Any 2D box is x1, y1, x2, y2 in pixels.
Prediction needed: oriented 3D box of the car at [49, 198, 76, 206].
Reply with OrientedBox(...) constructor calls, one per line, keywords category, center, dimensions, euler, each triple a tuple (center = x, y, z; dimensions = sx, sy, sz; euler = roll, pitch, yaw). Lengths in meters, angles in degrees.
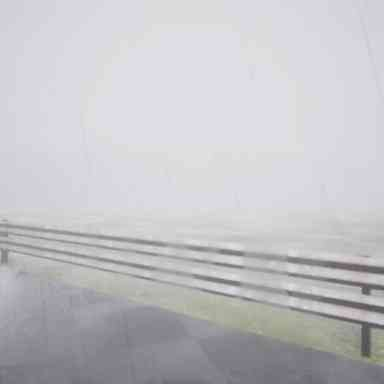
OrientedBox(category="car", center=(-22.715, 1.796, 58.589), dimensions=(4.674, 1.442, 1.812), euler=(0, 0, 3))
